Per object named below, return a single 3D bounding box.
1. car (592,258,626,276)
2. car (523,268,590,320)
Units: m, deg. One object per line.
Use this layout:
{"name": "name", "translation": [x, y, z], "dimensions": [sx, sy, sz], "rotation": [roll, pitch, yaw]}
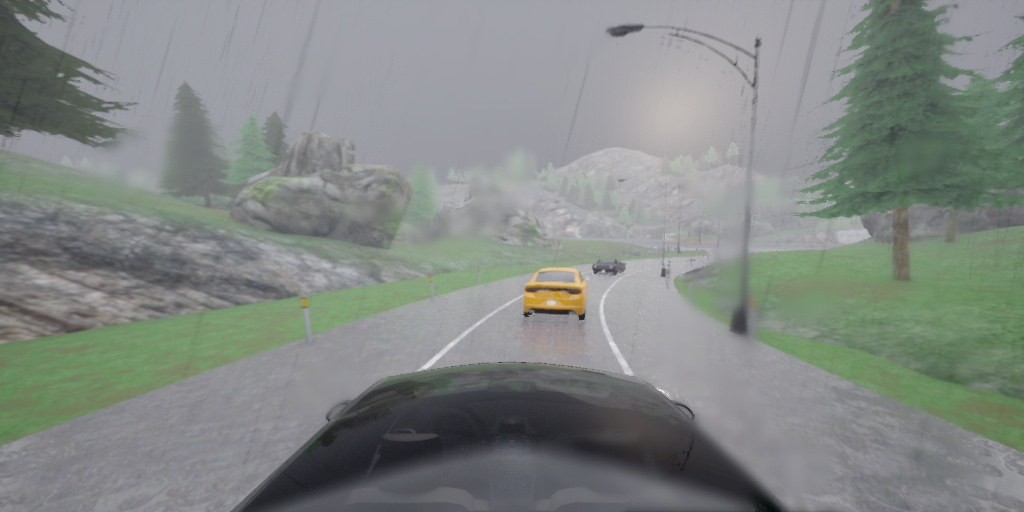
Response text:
{"name": "car", "translation": [8.223, 0.833, 30.059], "dimensions": [1.895, 1.301, 4.718], "rotation": [3, 3, 28]}
{"name": "car", "translation": [1.657, 1.138, 12.538], "dimensions": [1.882, 1.535, 5.008], "rotation": [1, 1, 13]}
